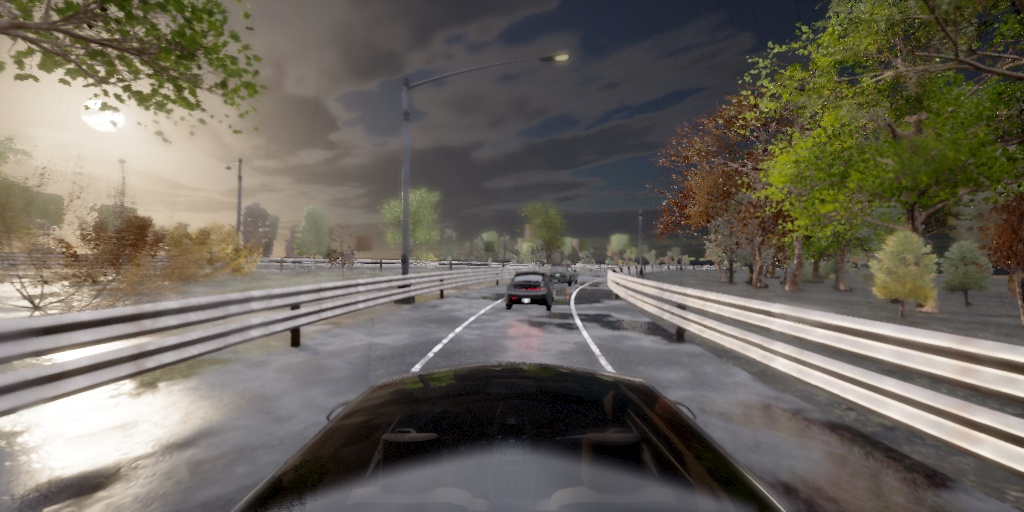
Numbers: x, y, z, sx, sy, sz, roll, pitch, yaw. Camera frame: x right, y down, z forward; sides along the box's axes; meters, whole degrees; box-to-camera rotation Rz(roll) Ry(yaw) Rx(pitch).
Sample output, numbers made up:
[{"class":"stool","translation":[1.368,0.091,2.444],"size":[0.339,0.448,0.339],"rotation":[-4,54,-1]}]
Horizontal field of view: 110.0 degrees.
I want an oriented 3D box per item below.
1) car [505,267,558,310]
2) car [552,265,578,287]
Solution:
[{"class":"car","translation":[0.903,1.433,15.775],"size":[1.837,1.490,4.892],"rotation":[0,-1,9]},{"class":"car","translation":[4.212,1.539,29.844],"size":[2.097,1.767,4.553],"rotation":[0,-1,18]}]
